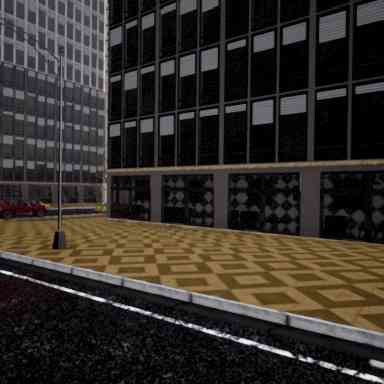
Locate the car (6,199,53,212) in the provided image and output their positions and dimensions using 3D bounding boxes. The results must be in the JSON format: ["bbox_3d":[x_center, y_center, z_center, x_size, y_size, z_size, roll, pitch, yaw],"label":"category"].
[{"bbox_3d":[-19.678,1.640,40.484,1.752,1.417,4.829,1,0,37],"label":"car"}]

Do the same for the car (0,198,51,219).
[{"bbox_3d":[-16.206,1.517,31.099,2.192,1.841,5.009,1,0,37],"label":"car"}]

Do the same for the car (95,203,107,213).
[{"bbox_3d":[-9.383,1.828,40.292,1.752,1.417,4.829,1,0,37],"label":"car"}]

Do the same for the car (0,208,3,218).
[{"bbox_3d":[-7.360,1.347,8.958,4.553,1.767,2.097,0,0,36],"label":"car"}]

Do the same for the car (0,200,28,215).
[{"bbox_3d":[-20.275,1.622,35.320,1.837,1.490,4.892,1,0,37],"label":"car"}]
